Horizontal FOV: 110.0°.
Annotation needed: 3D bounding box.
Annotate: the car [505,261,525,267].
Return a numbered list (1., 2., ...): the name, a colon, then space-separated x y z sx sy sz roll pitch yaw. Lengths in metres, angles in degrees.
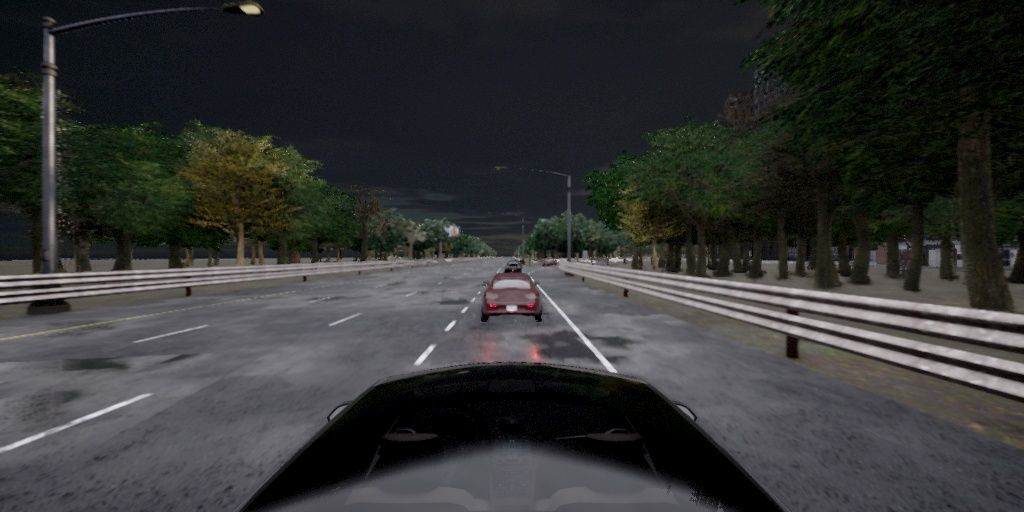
1. car: 0.291 1.256 39.397 1.837 1.490 4.892 -1 0 4

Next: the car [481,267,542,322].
1. car: -0.009 1.284 12.232 1.812 1.442 4.674 0 0 0
